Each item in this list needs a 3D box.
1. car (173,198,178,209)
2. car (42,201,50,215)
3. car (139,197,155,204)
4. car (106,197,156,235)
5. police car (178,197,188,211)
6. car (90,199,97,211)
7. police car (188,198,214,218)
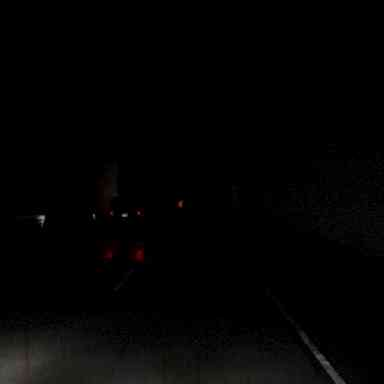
[{"bbox_3d":[-1.388,1.503,48.365,2.097,1.767,4.553,0,0,-13],"label":"car"},{"bbox_3d":[-14.807,1.592,36.378,1.882,1.535,5.008,0,0,-8],"label":"car"},{"bbox_3d":[-9.156,1.772,67.735,1.895,1.301,4.718,0,0,-26],"label":"car"},{"bbox_3d":[-3.407,1.283,19.497,2.150,2.045,5.566,0,0,0],"label":"car"},{"bbox_3d":[-0.186,1.558,42.201,1.930,1.638,5.238,0,0,-9],"label":"police car"},{"bbox_3d":[-11.540,1.613,38.196,2.128,1.511,4.902,0,0,-8],"label":"car"},{"bbox_3d":[0.927,1.524,31.564,1.930,1.638,5.238,0,0,-3],"label":"police car"}]
